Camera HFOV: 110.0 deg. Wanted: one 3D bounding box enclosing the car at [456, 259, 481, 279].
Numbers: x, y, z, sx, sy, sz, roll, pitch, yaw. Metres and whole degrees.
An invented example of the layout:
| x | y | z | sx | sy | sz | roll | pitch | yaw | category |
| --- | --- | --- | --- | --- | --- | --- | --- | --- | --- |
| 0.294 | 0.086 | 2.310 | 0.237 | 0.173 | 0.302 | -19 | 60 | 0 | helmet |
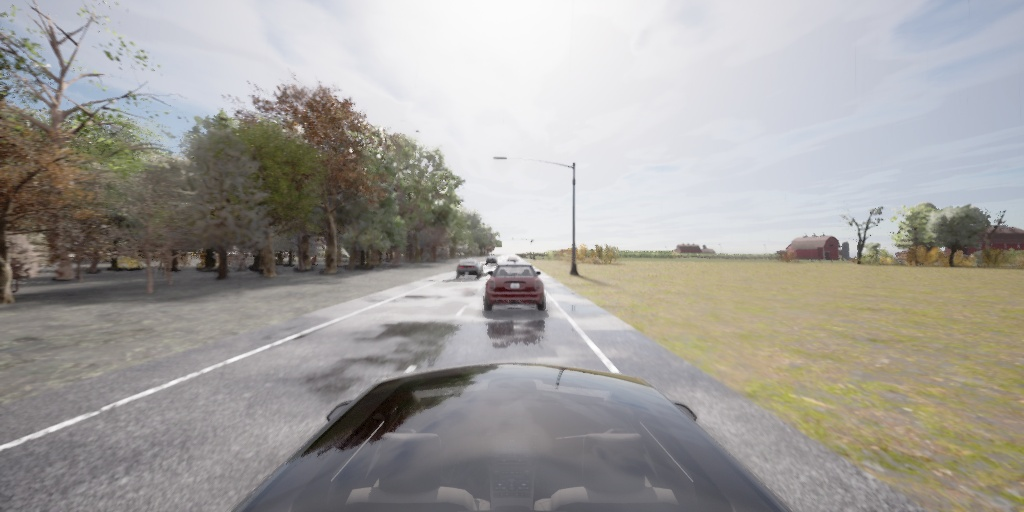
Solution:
| x | y | z | sx | sy | sz | roll | pitch | yaw | category |
| --- | --- | --- | --- | --- | --- | --- | --- | --- | --- |
| -3.402 | 1.020 | 29.533 | 1.837 | 1.490 | 4.892 | 0 | 1 | 0 | car |

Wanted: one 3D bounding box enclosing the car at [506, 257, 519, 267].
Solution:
| x | y | z | sx | sy | sz | roll | pitch | yaw | category |
| --- | --- | --- | --- | --- | --- | --- | --- | --- | --- |
| 0.094 | 0.830 | 53.741 | 1.812 | 1.442 | 4.674 | 0 | 0 | 0 | car |

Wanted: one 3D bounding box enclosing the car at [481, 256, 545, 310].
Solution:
| x | y | z | sx | sy | sz | roll | pitch | yaw | category |
| --- | --- | --- | --- | --- | --- | --- | --- | --- | --- |
| 0.101 | 0.999 | 14.141 | 2.097 | 1.767 | 4.553 | 0 | 0 | 0 | car |
